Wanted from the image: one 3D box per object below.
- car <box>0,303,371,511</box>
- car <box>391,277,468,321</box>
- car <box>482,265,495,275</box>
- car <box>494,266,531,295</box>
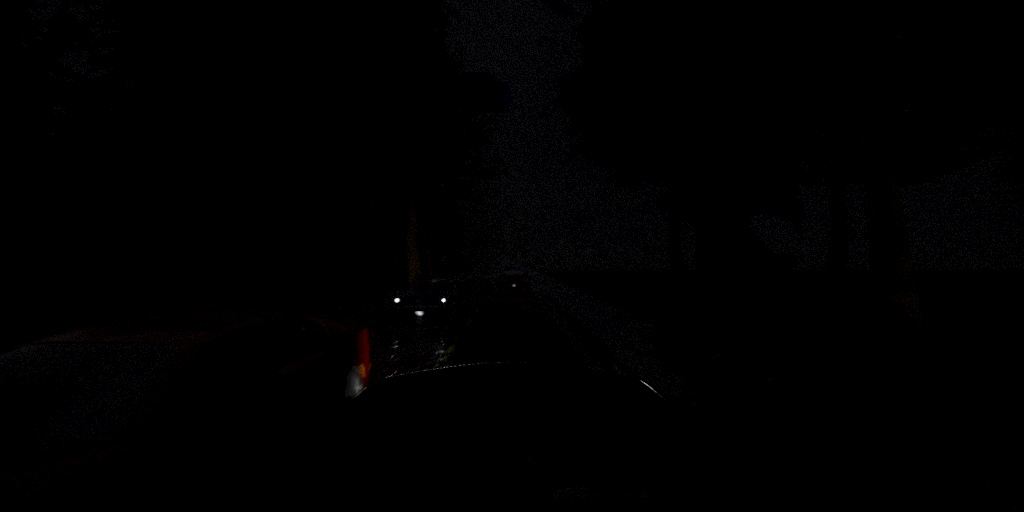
[{"bbox_3d":[-2.851,1.240,2.831,1.882,1.535,5.008,0,-1,0],"label":"car"},{"bbox_3d":[-2.837,1.481,13.259,1.895,1.301,4.718,0,-1,0],"label":"car"},{"bbox_3d":[-2.824,1.853,47.530,1.994,1.385,4.181,0,-1,0],"label":"car"},{"bbox_3d":[0.108,1.461,21.952,1.882,1.535,5.008,0,0,0],"label":"car"}]
